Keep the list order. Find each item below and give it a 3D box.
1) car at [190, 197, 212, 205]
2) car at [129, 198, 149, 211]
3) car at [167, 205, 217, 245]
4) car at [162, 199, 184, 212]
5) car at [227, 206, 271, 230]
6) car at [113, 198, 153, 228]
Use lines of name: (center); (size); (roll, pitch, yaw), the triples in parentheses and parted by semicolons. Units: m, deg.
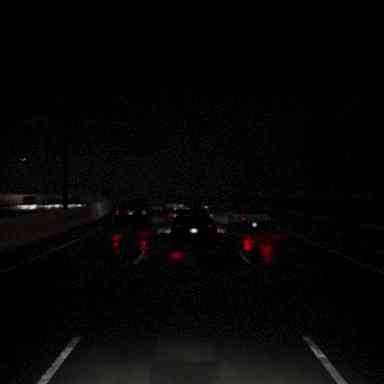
car: (1.039, 1.360, 38.362); (1.837, 1.490, 4.892); (0, 0, -12)
car: (-6.198, 1.418, 38.647); (1.994, 1.385, 4.181); (0, 0, -13)
car: (0.055, 1.506, 15.266); (1.994, 1.385, 4.181); (0, 0, -1)
car: (-2.209, 1.461, 36.999); (1.895, 1.301, 4.718); (0, 0, -11)
car: (3.372, 1.523, 20.688); (1.895, 1.301, 4.718); (0, 0, -3)
car: (-3.715, 1.270, 21.587); (2.097, 1.767, 4.553); (0, 0, -3)
